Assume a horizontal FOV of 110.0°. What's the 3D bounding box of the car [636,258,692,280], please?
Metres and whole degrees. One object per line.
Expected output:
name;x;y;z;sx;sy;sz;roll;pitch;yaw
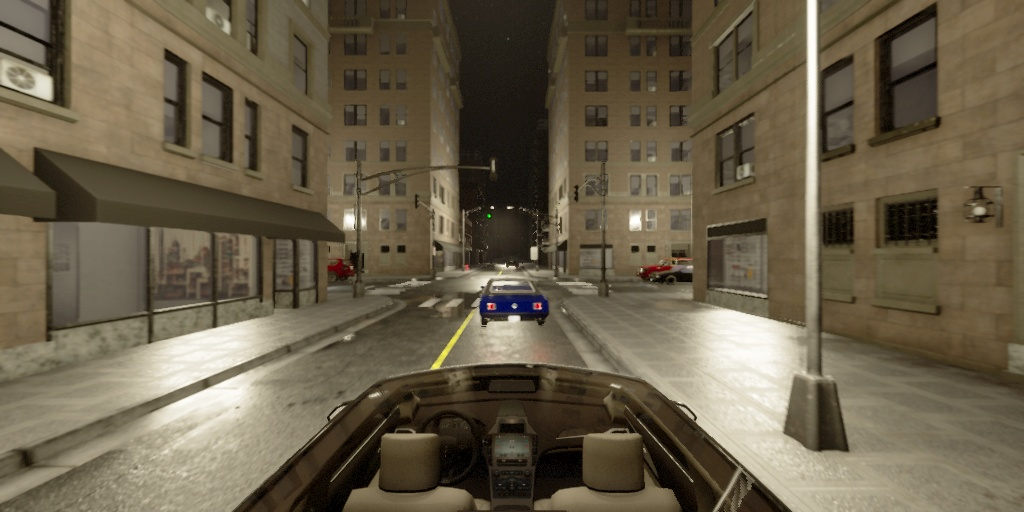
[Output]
car;12.265;1.070;27.735;5.009;1.841;2.192;0;0;0

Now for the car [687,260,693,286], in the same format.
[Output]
car;12.287;1.171;19.710;4.097;1.591;1.967;0;0;0

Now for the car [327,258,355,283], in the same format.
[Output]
car;-14.791;1.076;27.728;5.009;1.841;2.192;0;0;0

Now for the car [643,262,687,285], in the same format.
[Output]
car;12.452;1.295;25.201;5.357;1.411;2.033;0;0;0

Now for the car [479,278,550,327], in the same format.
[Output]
car;-0.080;1.347;11.594;1.895;1.301;4.718;0;0;-4
